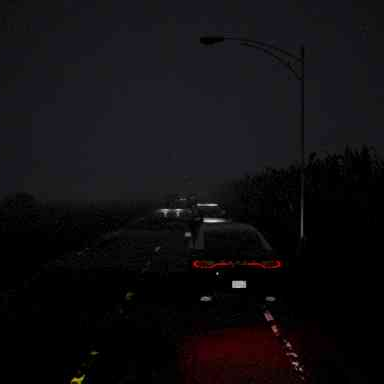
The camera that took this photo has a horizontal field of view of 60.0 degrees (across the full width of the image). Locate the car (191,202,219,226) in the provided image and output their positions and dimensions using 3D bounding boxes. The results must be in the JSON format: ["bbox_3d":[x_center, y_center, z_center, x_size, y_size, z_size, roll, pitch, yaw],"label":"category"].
[{"bbox_3d":[0.856,1.509,24.334,1.812,1.442,4.674,0,0,0],"label":"car"}]

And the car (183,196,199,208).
[{"bbox_3d":[0.106,1.550,46.078,1.895,1.301,4.718,0,0,1],"label":"car"}]

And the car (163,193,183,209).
[{"bbox_3d":[-2.690,1.172,45.401,2.150,2.045,5.566,0,0,0],"label":"car"}]

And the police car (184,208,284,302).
[{"bbox_3d":[0.835,1.423,8.445,1.930,1.638,5.238,0,0,0],"label":"police car"}]

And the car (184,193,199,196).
[{"bbox_3d":[0.079,1.134,60.043,2.150,2.045,5.566,0,0,0],"label":"car"}]

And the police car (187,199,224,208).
[{"bbox_3d":[0.849,1.415,18.444,1.930,1.638,5.238,0,0,0],"label":"police car"}]
